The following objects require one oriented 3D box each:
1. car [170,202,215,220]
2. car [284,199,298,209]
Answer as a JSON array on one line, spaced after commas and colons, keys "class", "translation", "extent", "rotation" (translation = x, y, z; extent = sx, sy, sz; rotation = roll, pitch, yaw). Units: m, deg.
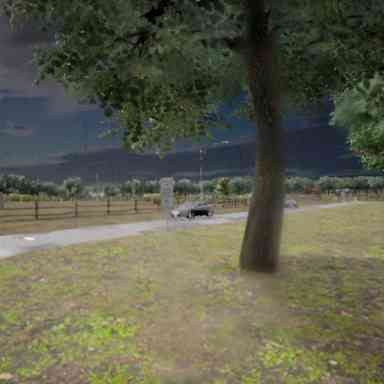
[{"class": "car", "translation": [0.093, 1.596, 28.841], "extent": [2.128, 1.511, 4.902], "rotation": [-2, -1, 36]}, {"class": "car", "translation": [13.545, 1.739, 47.248], "extent": [1.994, 1.385, 4.181], "rotation": [-2, -2, 37]}]
